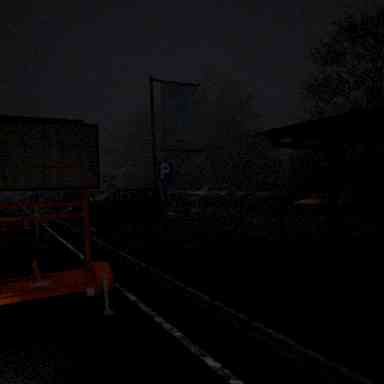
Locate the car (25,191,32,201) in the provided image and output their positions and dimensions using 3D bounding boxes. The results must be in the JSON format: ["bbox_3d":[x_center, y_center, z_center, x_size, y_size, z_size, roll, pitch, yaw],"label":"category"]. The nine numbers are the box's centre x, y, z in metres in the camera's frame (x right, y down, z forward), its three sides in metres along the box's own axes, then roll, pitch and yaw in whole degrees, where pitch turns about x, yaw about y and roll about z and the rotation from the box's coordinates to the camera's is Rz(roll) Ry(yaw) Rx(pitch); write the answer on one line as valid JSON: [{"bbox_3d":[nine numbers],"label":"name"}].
[{"bbox_3d":[-20.055,0.415,47.052,5.566,2.045,2.435,-2,2,-30],"label":"car"}]

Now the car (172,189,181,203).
[{"bbox_3d":[0.770,0.478,37.344,4.892,1.521,2.231,-2,2,-30],"label":"car"}]

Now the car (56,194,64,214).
[{"bbox_3d":[-6.066,1.030,22.756,5.366,1.575,1.946,-2,2,-30],"label":"car"}]

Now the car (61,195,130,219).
[{"bbox_3d":[-7.314,1.038,25.274,4.674,1.452,2.002,-2,2,-30],"label":"car"}]

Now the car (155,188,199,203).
[{"bbox_3d":[-1.863,0.403,42.239,5.366,1.575,1.946,-2,2,-30],"label":"car"}]

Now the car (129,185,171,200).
[{"bbox_3d":[-6.247,0.044,49.320,5.566,2.045,2.435,-2,2,-30],"label":"car"}]

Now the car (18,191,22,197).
[{"bbox_3d":[-28.526,0.112,61.580,5.566,2.045,2.435,-2,2,-30],"label":"car"}]

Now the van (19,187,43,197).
[{"bbox_3d":[-35.660,-0.112,73.643,4.442,1.987,1.878,-2,2,-30],"label":"van"}]

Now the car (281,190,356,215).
[{"bbox_3d":[8.998,0.650,22.867,5.366,1.575,1.946,-2,2,-30],"label":"car"}]

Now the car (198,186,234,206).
[{"bbox_3d":[3.573,0.533,32.555,5.008,1.535,2.097,-2,2,-30],"label":"car"}]

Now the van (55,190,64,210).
[{"bbox_3d":[-8.633,0.740,27.746,4.442,1.987,1.878,-2,2,-30],"label":"van"}]

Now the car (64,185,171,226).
[{"bbox_3d":[-4.526,0.805,20.406,5.566,2.045,2.435,-2,2,-30],"label":"car"}]

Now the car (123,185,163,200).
[{"bbox_3d":[-7.596,-0.003,51.748,5.566,2.045,2.435,-2,2,-30],"label":"car"}]

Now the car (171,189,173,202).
[{"bbox_3d":[-0.628,0.446,39.745,5.008,1.535,2.097,-2,2,-30],"label":"car"}]

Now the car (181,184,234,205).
[{"bbox_3d":[2.140,0.255,34.929,5.566,2.045,2.435,-2,2,-30],"label":"car"}]

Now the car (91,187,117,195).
[{"bbox_3d":[-18.793,-0.151,70.925,4.892,1.521,2.231,-2,2,-30],"label":"car"}]

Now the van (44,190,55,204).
[{"bbox_3d":[-11.660,0.689,32.476,4.442,1.987,1.878,-2,2,-30],"label":"van"}]

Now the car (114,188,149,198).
[{"bbox_3d":[-10.250,0.139,56.629,5.366,1.575,1.946,-2,2,-30],"label":"car"}]

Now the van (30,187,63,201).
[{"bbox_3d":[-22.753,0.335,51.969,4.442,1.987,1.878,-2,2,-30],"label":"van"}]

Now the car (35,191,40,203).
[{"bbox_3d":[-15.790,0.844,39.808,4.674,1.452,2.002,-2,2,-30],"label":"car"}]

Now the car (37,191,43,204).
[{"bbox_3d":[-14.349,0.872,37.398,4.792,1.488,2.163,-2,2,-30],"label":"car"}]

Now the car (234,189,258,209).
[{"bbox_3d":[6.369,0.591,27.759,4.892,1.521,2.231,-2,2,-30],"label":"car"}]

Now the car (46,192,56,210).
[{"bbox_3d":[-10.145,0.941,30.113,5.008,1.535,2.097,-2,2,-30],"label":"car"}]

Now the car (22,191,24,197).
[{"bbox_3d":[-27.086,0.453,59.182,4.674,1.452,2.002,-2,2,-30],"label":"car"}]

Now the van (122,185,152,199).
[{"bbox_3d":[-8.917,-0.031,54.191,4.442,1.987,1.878,-2,2,-30],"label":"van"}]

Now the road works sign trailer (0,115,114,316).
[{"bbox_3d":[-3.047,0.365,6.504,2.380,3.560,2.880,-2,2,-28],"label":"road works sign trailer"}]

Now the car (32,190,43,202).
[{"bbox_3d":[-17.195,0.761,42.233,4.892,1.521,2.231,-2,2,-30],"label":"car"}]

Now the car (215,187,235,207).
[{"bbox_3d":[4.971,0.561,30.156,5.008,1.535,2.097,-2,2,-30],"label":"car"}]

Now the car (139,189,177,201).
[{"bbox_3d":[-4.794,0.366,46.961,4.792,1.488,2.163,-2,2,-30],"label":"car"}]

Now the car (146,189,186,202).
[{"bbox_3d":[-3.442,0.410,44.527,4.792,1.488,2.163,-2,2,-30],"label":"car"}]

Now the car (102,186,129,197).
[{"bbox_3d":[-14.581,-0.128,63.741,4.553,1.767,2.185,-2,2,-30],"label":"car"}]

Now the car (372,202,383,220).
[{"bbox_3d":[11.929,0.733,18.149,4.792,1.488,2.163,-2,2,-30],"label":"car"}]

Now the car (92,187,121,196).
[{"bbox_3d":[-17.560,-0.098,68.431,5.366,1.575,1.946,-2,2,-30],"label":"car"}]

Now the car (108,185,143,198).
[{"bbox_3d":[-11.789,-0.153,58.940,5.566,2.045,2.435,-2,2,-30],"label":"car"}]

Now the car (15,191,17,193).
[{"bbox_3d":[-36.971,0.059,76.128,5.008,1.535,2.097,-2,2,-30],"label":"car"}]

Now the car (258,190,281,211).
[{"bbox_3d":[7.787,0.646,25.373,4.792,1.488,2.163,-2,2,-30],"label":"car"}]

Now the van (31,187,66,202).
[{"bbox_3d":[-21.341,0.385,49.548,4.442,1.987,1.878,-2,2,-30],"label":"van"}]
